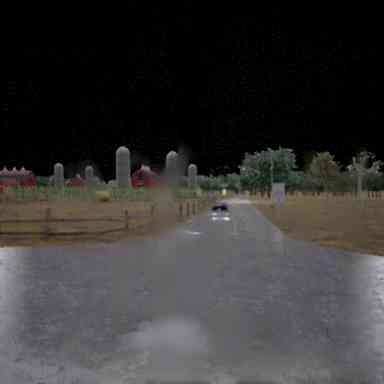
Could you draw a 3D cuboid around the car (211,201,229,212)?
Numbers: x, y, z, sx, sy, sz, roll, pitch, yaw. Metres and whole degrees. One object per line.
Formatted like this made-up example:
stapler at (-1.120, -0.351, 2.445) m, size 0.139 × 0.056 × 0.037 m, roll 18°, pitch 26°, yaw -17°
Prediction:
car at (3.347, 1.663, 39.036) m, size 1.895 × 1.301 × 4.718 m, roll 0°, pitch 0°, yaw 8°
